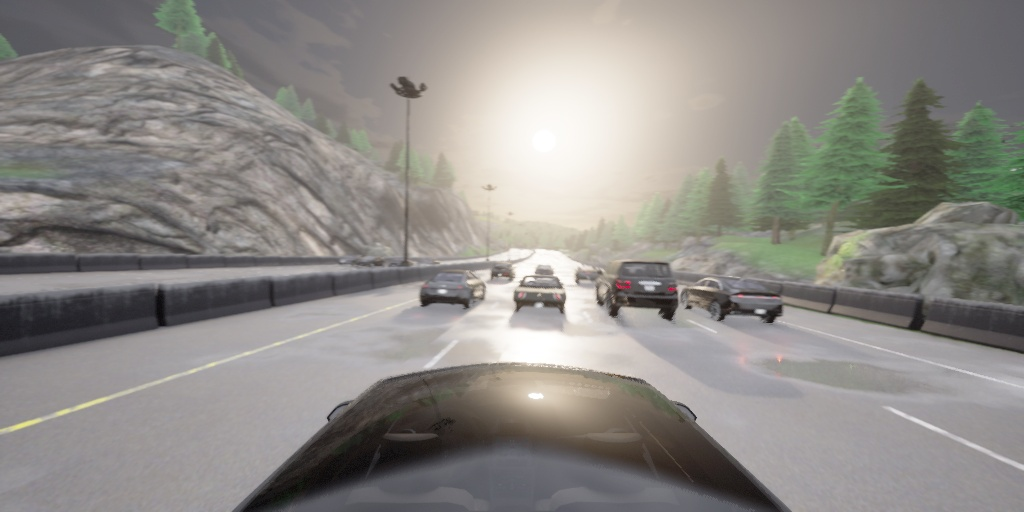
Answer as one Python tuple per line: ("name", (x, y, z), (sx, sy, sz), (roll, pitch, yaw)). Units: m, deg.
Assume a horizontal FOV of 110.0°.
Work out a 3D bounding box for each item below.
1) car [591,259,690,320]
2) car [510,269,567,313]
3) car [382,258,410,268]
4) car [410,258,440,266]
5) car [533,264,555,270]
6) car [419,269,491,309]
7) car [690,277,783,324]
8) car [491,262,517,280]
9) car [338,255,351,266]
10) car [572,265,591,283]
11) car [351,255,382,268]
("car", (4.658, 1.157, 14.101), (2.150, 2.045, 5.566), (2, -1, 6))
("car", (1.174, 1.416, 14.571), (1.895, 1.301, 4.718), (2, 0, 6))
("car", (-13.715, 0.893, 44.082), (1.994, 1.385, 4.181), (2, 0, 6))
("car", (-10.224, 0.947, 43.823), (2.128, 1.511, 4.902), (2, 0, 6))
("car", (2.844, 1.431, 31.790), (1.812, 1.442, 4.674), (2, 0, 6))
("car", (-2.310, 1.254, 14.892), (1.994, 1.385, 4.181), (2, 0, 6))
("car", (8.126, 1.556, 13.764), (2.128, 1.511, 4.902), (2, 0, 6))
("car", (-0.723, 1.280, 31.252), (1.837, 1.490, 4.892), (2, 0, 6))
("car", (-20.503, 0.581, 46.351), (2.128, 1.511, 4.902), (2, 0, 6))
("car", (6.231, 1.517, 30.485), (2.128, 1.511, 4.902), (2, 0, 6))
("car", (-17.228, 0.680, 44.046), (1.882, 1.535, 5.008), (2, 0, 6))
